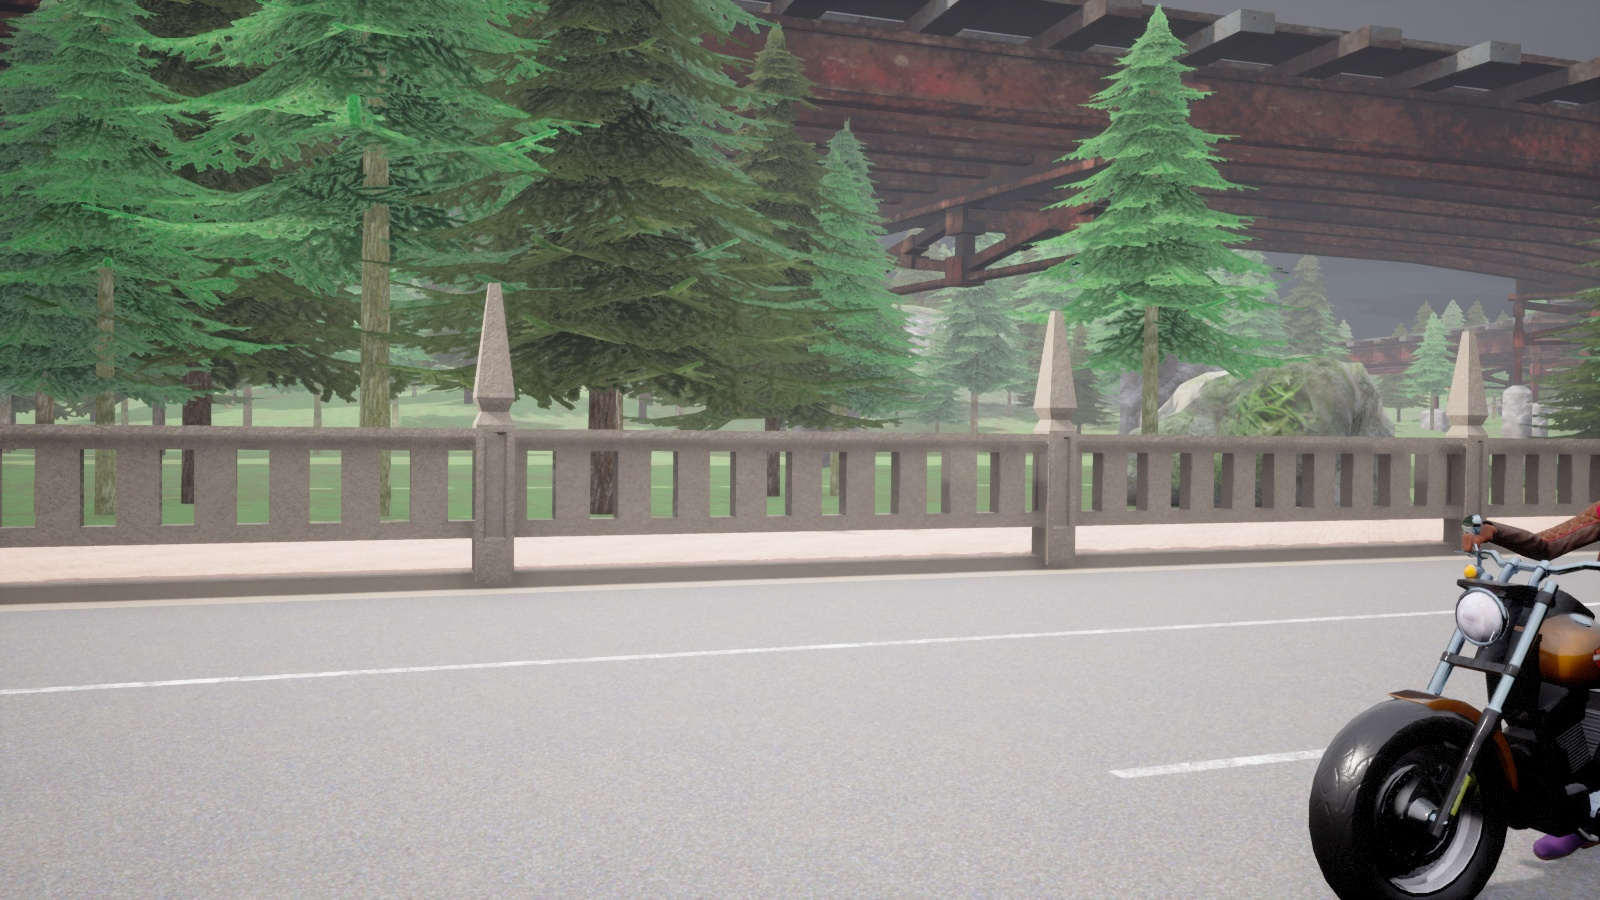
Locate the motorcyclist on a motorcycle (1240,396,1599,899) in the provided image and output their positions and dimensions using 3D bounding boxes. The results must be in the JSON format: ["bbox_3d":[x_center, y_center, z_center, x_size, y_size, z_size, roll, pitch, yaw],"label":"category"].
[{"bbox_3d":[2.716,0.650,4.271,2.350,1.649,0.766,-1,1,-21],"label":"motorcyclist on a motorcycle"}]
